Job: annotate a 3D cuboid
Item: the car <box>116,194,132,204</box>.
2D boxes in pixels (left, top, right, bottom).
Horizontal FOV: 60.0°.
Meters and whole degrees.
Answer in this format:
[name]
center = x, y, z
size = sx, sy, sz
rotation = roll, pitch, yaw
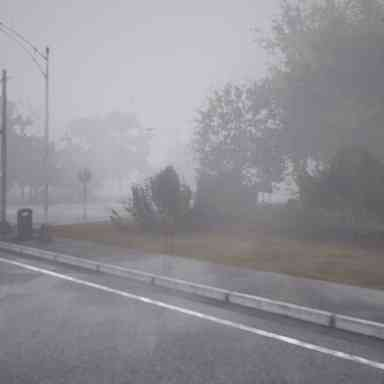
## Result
[car]
center = -8.390, 1.000, 45.410
size = 1.994, 1.385, 4.181
rotation = 1, 1, 32
